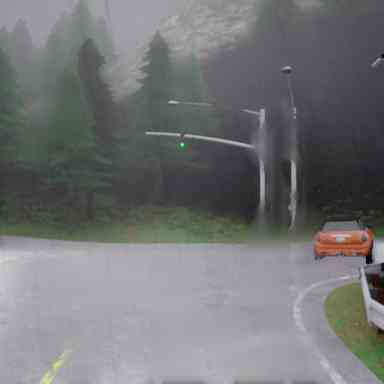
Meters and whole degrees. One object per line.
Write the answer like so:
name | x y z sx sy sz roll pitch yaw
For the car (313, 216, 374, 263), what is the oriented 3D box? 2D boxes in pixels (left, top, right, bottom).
car | 6.651 1.856 14.485 2.097 1.767 4.553 -4 -3 28
